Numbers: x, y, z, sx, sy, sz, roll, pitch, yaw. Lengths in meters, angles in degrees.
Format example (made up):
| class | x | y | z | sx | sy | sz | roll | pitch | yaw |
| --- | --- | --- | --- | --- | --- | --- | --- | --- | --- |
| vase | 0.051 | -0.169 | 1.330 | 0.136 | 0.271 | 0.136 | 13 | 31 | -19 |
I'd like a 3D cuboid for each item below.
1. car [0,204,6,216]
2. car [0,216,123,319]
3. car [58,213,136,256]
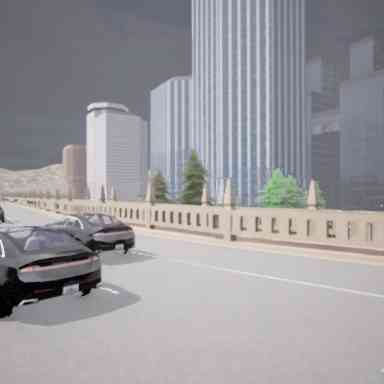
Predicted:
| class | x | y | z | sx | sy | sz | roll | pitch | yaw |
| --- | --- | --- | --- | --- | --- | --- | --- | --- | --- |
| car | -15.900 | 1.580 | 26.152 | 2.128 | 1.511 | 4.902 | 0 | 0 | -35 |
| car | -3.983 | 1.515 | 7.502 | 4.902 | 1.511 | 2.128 | 0 | 0 | 41 |
| car | -4.082 | 1.534 | 12.301 | 4.902 | 1.511 | 2.128 | 0 | 0 | 43 |
